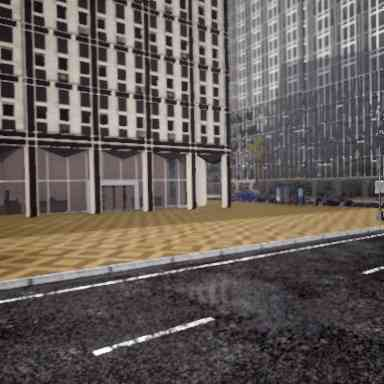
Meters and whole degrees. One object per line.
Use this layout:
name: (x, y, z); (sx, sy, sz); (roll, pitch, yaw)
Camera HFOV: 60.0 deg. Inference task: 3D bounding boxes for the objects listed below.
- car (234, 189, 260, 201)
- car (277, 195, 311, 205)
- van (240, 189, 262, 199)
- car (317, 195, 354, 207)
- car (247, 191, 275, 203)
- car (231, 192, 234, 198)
car: (9.746, 0.737, 55.120); (1.882, 1.535, 5.008); (-2, 2, -34)
car: (13.818, 1.015, 44.371); (1.802, 1.307, 4.206); (-1, 1, -34)
van: (11.187, 0.395, 63.227); (1.690, 1.788, 3.998); (-1, 1, -34)
car: (17.016, 1.052, 39.669); (1.947, 1.339, 4.313); (-1, 1, -34)
car: (10.655, 0.946, 49.092); (1.947, 1.339, 4.313); (-1, 1, -34)
car: (7.978, 0.583, 67.921); (1.802, 1.307, 4.206); (-1, 1, -34)
